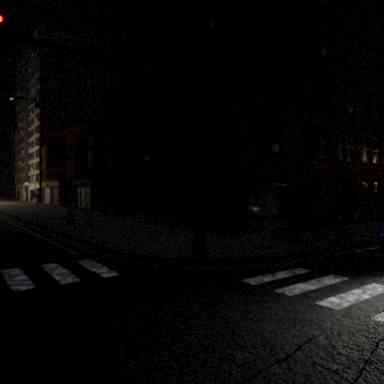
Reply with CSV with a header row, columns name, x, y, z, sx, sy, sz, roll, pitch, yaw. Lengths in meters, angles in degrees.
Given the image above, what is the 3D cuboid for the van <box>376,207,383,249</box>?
name,x,y,z,sx,sy,sz,roll,pitch,yaw
van,8.943,1.372,13.203,3.998,1.788,1.690,0,0,-36
